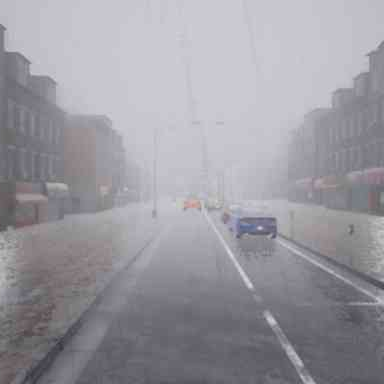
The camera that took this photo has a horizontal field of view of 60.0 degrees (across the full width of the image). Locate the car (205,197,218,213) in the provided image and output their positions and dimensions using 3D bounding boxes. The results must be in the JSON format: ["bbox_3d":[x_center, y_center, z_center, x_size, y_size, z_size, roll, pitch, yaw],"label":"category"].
[{"bbox_3d":[2.654,1.487,36.806,1.752,1.417,4.829,0,0,0],"label":"car"}]

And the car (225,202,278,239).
[{"bbox_3d":[3.025,1.445,17.271,1.882,1.535,5.008,0,0,0],"label":"car"}]

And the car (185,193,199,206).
[{"bbox_3d":[0.033,1.202,55.254,2.150,2.045,5.566,0,0,0],"label":"car"}]

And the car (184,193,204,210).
[{"bbox_3d":[0.088,1.315,42.058,2.097,1.767,4.553,0,0,0],"label":"car"}]

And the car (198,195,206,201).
[{"bbox_3d":[2.678,1.538,90.379,1.967,1.590,4.097,-1,0,0],"label":"car"}]

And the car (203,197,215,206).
[{"bbox_3d":[2.662,1.559,53.036,1.802,1.307,4.206,0,0,0],"label":"car"}]

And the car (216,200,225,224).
[{"bbox_3d":[3.037,1.488,24.271,1.812,1.442,4.674,0,0,0],"label":"car"}]
